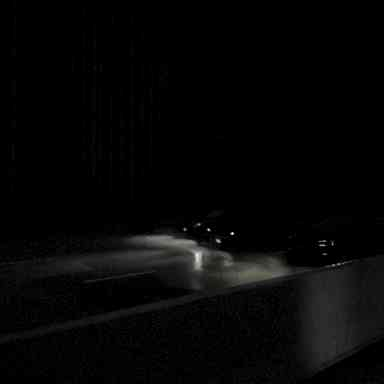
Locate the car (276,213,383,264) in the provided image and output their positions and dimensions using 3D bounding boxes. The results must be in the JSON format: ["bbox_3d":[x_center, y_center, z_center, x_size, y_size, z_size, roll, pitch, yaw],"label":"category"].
[{"bbox_3d":[5.602,1.565,12.287,5.008,1.535,1.882,1,0,-35],"label":"car"}]

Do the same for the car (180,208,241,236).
[{"bbox_3d":[1.544,1.613,17.992,4.674,1.442,1.812,1,0,-35],"label":"car"}]

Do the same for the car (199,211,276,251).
[{"bbox_3d":[2.872,1.682,14.639,4.718,1.301,1.895,1,0,-35],"label":"car"}]
